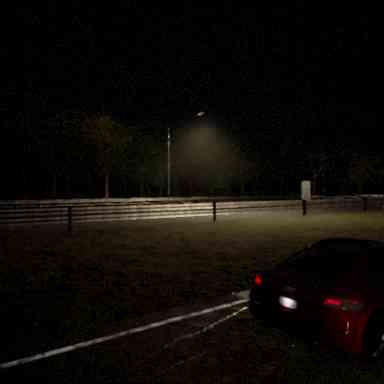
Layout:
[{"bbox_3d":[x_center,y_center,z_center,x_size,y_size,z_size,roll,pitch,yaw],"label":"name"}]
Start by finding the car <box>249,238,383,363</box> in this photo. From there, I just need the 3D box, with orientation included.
[{"bbox_3d":[2.993,1.523,5.876,4.181,1.385,1.994,0,0,-35],"label":"car"}]
